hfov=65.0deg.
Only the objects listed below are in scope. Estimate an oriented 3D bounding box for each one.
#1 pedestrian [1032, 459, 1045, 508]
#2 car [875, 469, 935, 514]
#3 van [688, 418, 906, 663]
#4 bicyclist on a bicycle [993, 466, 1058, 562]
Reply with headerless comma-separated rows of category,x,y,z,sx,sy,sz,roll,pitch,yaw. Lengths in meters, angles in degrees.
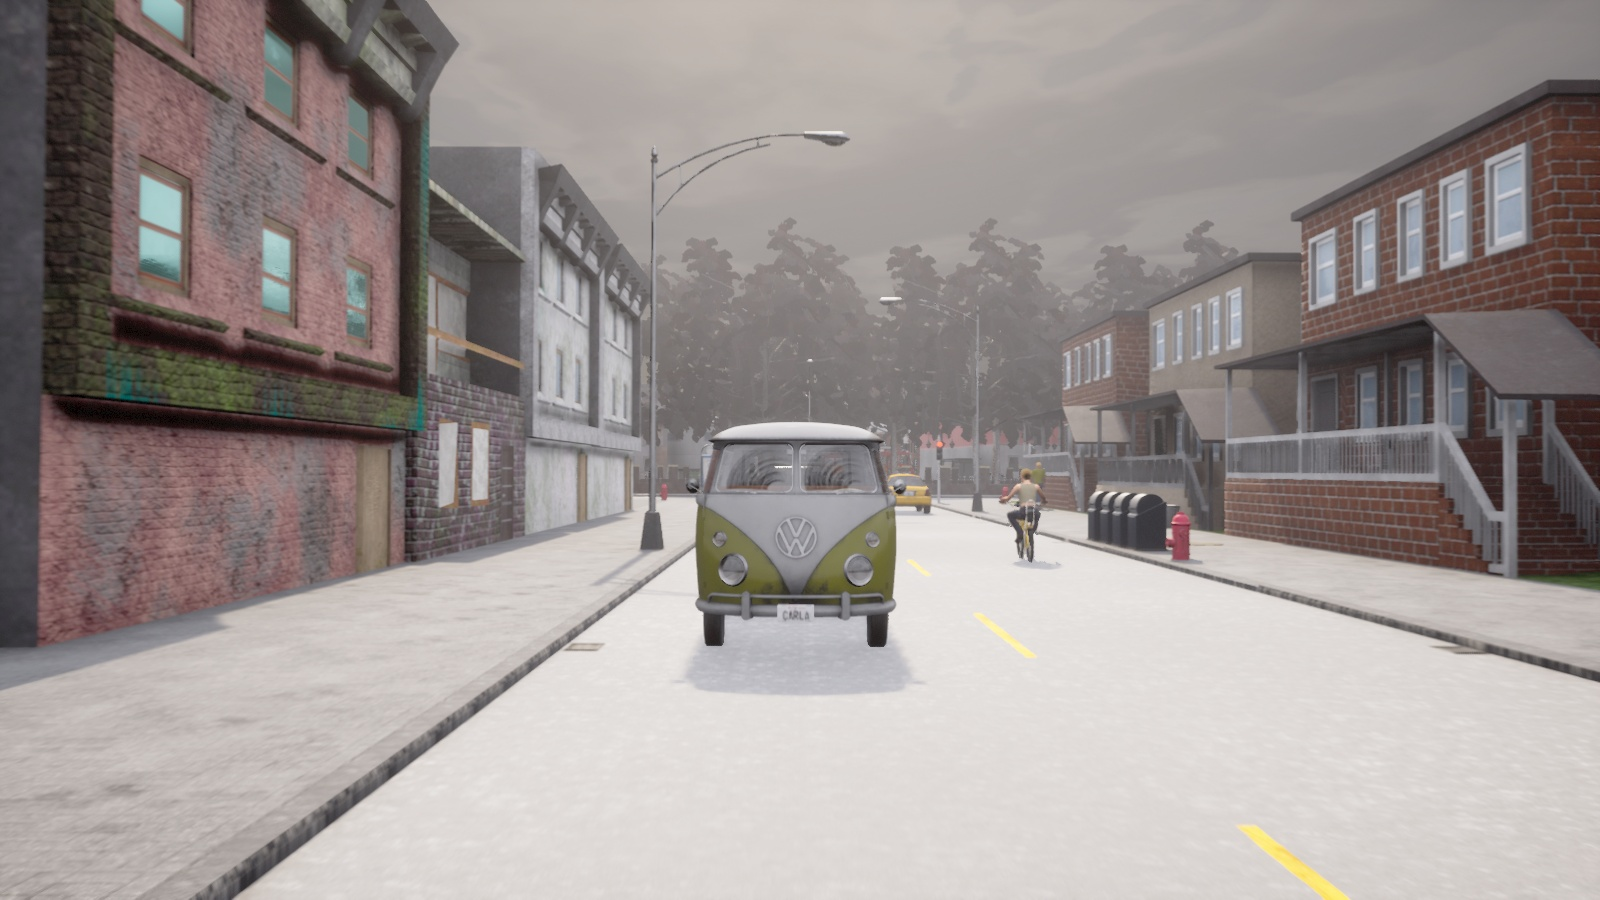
pedestrian,9.181,1.283,48.298,0.354,1.836,0.706,0,-1,1
car,3.885,1.518,47.350,1.801,1.575,5.366,0,-1,0
van,-0.032,0.774,12.455,1.775,1.987,4.442,0,-1,0
bicyclist on a bicycle,3.941,1.099,22.084,0.866,1.612,1.509,0,-1,0
